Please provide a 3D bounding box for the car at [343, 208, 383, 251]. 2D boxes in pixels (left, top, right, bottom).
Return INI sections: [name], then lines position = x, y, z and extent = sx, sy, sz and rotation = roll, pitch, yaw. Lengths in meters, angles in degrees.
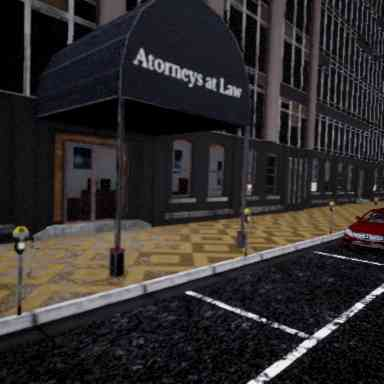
[car]
position = 6.642, 1.239, 11.346
extent = 1.802, 1.307, 4.206
rotation = 5, 4, 44
